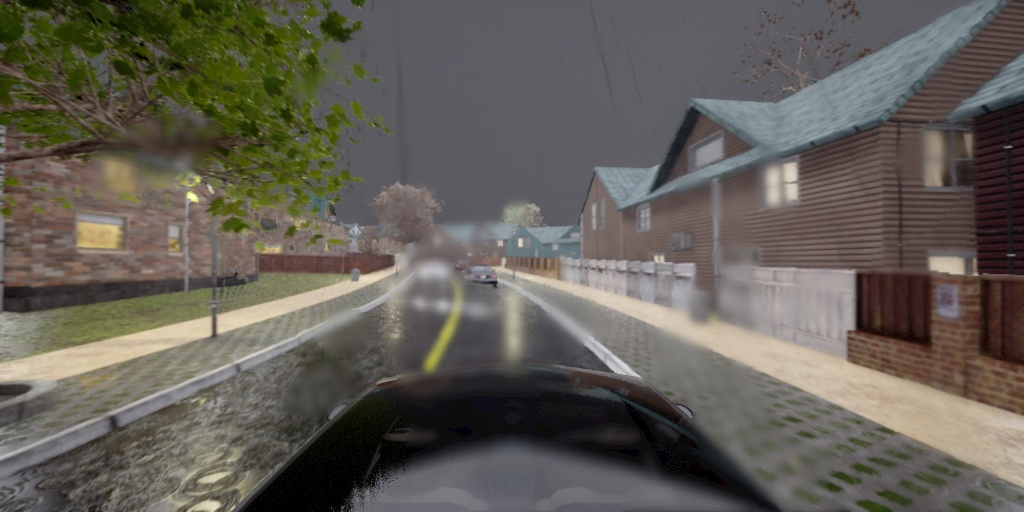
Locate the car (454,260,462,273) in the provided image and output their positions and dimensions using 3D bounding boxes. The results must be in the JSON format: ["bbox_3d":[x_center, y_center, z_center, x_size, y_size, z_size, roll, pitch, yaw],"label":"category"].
[{"bbox_3d":[-5.239,1.123,38.835,1.895,1.301,4.718,0,1,-11],"label":"car"}]

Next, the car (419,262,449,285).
[{"bbox_3d":[-5.487,1.167,25.297,1.812,1.442,4.674,0,1,-11],"label":"car"}]

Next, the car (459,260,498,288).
[{"bbox_3d":[-2.068,1.212,22.869,2.033,1.411,5.357,0,0,-11],"label":"car"}]
